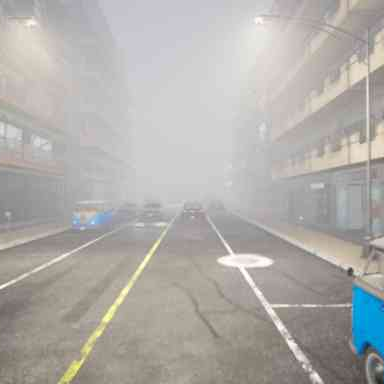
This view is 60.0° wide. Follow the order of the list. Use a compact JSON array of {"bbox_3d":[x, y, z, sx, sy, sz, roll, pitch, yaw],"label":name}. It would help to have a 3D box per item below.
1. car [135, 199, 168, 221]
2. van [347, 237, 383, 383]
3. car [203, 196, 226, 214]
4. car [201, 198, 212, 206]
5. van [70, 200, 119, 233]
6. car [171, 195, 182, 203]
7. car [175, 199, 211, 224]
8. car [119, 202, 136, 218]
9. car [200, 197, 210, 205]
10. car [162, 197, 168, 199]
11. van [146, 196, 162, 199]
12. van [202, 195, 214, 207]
[{"bbox_3d":[-3.155,1.554,27.324,1.837,1.490,4.892,0,0,0],"label":"car"},{"bbox_3d":[2.666,1.347,2.357,1.690,1.788,3.998,1,0,0],"label":"van"},{"bbox_3d":[2.596,1.506,36.379,1.967,1.590,4.097,1,0,0],"label":"car"},{"bbox_3d":[2.548,1.684,59.062,1.802,1.307,4.206,1,0,0],"label":"car"},{"bbox_3d":[-5.715,1.376,19.423,1.690,1.788,3.998,1,0,0],"label":"van"},{"bbox_3d":[-3.141,1.420,68.705,2.097,1.767,4.553,0,0,0],"label":"car"},{"bbox_3d":[0.049,1.536,24.829,2.128,1.511,4.902,0,0,0],"label":"car"},{"bbox_3d":[-5.741,1.599,30.764,1.887,1.381,4.507,1,0,0],"label":"car"},{"bbox_3d":[2.536,1.693,64.733,1.802,1.307,4.206,1,0,0],"label":"car"},{"bbox_3d":[-5.912,1.669,70.455,2.008,1.369,4.403,1,0,0],"label":"car"},{"bbox_3d":[-5.773,1.424,47.777,1.690,1.788,3.998,1,0,0],"label":"van"},{"bbox_3d":[2.563,1.435,53.391,1.690,1.788,3.998,1,0,0],"label":"van"}]
